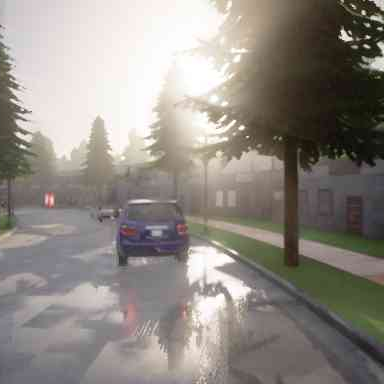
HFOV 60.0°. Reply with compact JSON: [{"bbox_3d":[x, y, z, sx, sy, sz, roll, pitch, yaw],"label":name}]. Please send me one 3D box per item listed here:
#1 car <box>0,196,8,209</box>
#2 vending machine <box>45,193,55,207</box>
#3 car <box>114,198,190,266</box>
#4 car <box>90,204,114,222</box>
[{"bbox_3d":[-27.783,1.292,46.227,5.566,2.045,2.150,0,0,37],"label":"car"},{"bbox_3d":[-21.952,1.255,51.410,0.880,2.100,1.100,0,0,38],"label":"vending machine"},{"bbox_3d":[-1.572,1.230,11.902,2.150,2.045,5.566,0,0,-13],"label":"car"},{"bbox_3d":[-6.934,1.622,26.869,1.895,1.301,4.718,0,0,-27],"label":"car"}]
